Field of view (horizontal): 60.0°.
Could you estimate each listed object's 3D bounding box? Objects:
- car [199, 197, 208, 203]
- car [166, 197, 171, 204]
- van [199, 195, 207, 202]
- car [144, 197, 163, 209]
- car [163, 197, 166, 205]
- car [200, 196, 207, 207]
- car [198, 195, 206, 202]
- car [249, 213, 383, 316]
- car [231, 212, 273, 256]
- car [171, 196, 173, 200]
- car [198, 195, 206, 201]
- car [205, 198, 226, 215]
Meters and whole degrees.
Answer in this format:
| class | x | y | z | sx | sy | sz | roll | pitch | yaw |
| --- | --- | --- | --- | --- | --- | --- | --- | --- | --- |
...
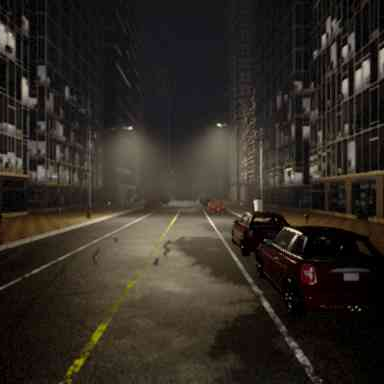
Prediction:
| class | x | y | z | sx | sy | sz | roll | pitch | yaw |
| --- | --- | --- | --- | --- | --- | --- | --- | --- | --- |
| car | 2.675 | 1.761 | 75.860 | 1.947 | 1.339 | 4.313 | 0 | 0 | 0 |
| car | -5.703 | 1.719 | 64.483 | 1.887 | 1.381 | 4.507 | 0 | 0 | 0 |
| van | 2.674 | 1.545 | 81.555 | 1.690 | 1.788 | 3.998 | 0 | 0 | 0 |
| car | -5.700 | 1.684 | 47.404 | 1.887 | 1.381 | 4.507 | 0 | 0 | 0 |
| car | -5.701 | 1.734 | 53.098 | 1.802 | 1.307 | 4.206 | 0 | 0 | 0 |
| car | 2.680 | 1.717 | 53.092 | 1.947 | 1.339 | 4.313 | 0 | 0 | 0 |
| car | 2.673 | 1.652 | 87.246 | 1.967 | 1.590 | 4.097 | 0 | 0 | 0 |
| car | 2.689 | 1.466 | 7.553 | 1.967 | 1.590 | 4.097 | 0 | 0 | 0 |
| car | 2.688 | 1.484 | 13.245 | 1.967 | 1.590 | 4.097 | 0 | 0 | 0 |
| car | -5.705 | 1.751 | 70.175 | 1.947 | 1.339 | 4.313 | 0 | 0 | 0 |
| car | 2.677 | 1.740 | 64.476 | 1.947 | 1.339 | 4.313 | 0 | 0 | 0 |
| car | 2.683 | 1.657 | 36.015 | 1.887 | 1.381 | 4.507 | 0 | 0 | 0 |
